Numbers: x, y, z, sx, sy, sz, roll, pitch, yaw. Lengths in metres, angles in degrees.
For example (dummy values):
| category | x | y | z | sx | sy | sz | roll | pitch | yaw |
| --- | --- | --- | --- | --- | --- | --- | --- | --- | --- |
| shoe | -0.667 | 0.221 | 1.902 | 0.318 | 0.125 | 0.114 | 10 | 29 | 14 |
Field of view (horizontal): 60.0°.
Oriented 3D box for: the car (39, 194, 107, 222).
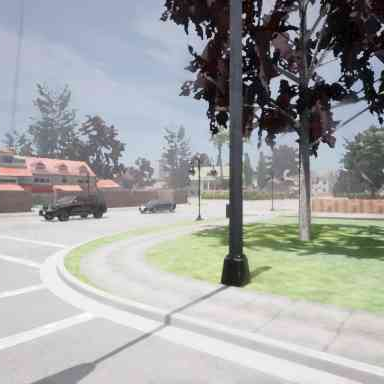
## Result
| category | x | y | z | sx | sy | sz | roll | pitch | yaw |
| --- | --- | --- | --- | --- | --- | --- | --- | --- | --- |
| car | -9.536 | 1.222 | 27.239 | 2.150 | 2.045 | 5.566 | 0 | 0 | 35 |

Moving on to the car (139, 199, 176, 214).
| category | x | y | z | sx | sy | sz | roll | pitch | yaw |
| --- | --- | --- | --- | --- | --- | --- | --- | --- | --- |
| car | -3.661 | 1.492 | 35.905 | 2.128 | 1.511 | 4.902 | 0 | 0 | 34 |
